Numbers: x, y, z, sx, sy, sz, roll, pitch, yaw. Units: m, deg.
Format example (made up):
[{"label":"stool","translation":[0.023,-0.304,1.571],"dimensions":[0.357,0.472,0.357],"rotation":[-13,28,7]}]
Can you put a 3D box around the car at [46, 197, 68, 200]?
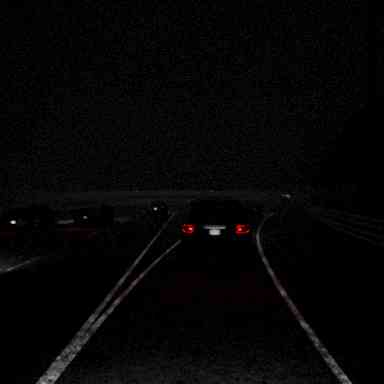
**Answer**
[{"label":"car","translation":[-21.215,1.769,51.128],"dimensions":[1.812,1.442,4.674],"rotation":[0,-1,0]}]

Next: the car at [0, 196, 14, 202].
[{"label":"car","translation":[-28.205,1.775,50.497],"dimensions":[2.033,1.411,5.357],"rotation":[0,-1,0]}]

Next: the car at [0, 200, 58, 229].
[{"label":"car","translation":[-10.471,1.517,21.898],"dimensions":[1.837,1.490,4.892],"rotation":[0,0,0]}]

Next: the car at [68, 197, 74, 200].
[{"label":"car","translation":[-24.705,1.844,66.252],"dimensions":[2.097,1.767,4.553],"rotation":[0,-1,0]}]

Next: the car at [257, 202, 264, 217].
[{"label":"car","translation":[5.842,1.643,32.429],"dimensions":[2.033,1.411,5.357],"rotation":[-1,-1,18]}]

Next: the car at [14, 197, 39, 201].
[{"label":"car","translation":[-24.717,1.731,51.194],"dimensions":[2.128,1.511,4.902],"rotation":[0,-1,0]}]

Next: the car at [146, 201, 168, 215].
[{"label":"car","translation":[-3.610,1.648,34.886],"dimensions":[1.994,1.385,4.181],"rotation":[0,0,0]}]

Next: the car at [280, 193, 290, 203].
[{"label":"car","translation":[20.330,1.552,73.284],"dimensions":[1.812,1.442,4.674],"rotation":[-1,1,17]}]

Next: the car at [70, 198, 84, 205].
[{"label":"car","translation":[-28.253,2.296,81.915],"dimensions":[1.882,1.535,5.008],"rotation":[0,-1,0]}]

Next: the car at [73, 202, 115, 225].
[{"label":"car","translation":[-6.978,1.500,24.175],"dimensions":[1.882,1.535,5.008],"rotation":[0,0,0]}]

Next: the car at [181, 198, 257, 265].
[{"label":"car","translation":[0.989,1.224,11.973],"dimensions":[2.150,2.045,5.566],"rotation":[0,0,7]}]
